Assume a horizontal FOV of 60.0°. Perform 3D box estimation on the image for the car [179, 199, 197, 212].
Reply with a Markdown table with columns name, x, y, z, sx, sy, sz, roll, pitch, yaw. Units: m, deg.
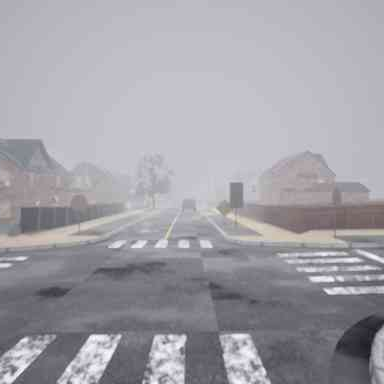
| name | x | y | z | sx | sy | sz | roll | pitch | yaw |
| --- | --- | --- | --- | --- | --- | --- | --- | --- | --- |
| car | -0.473 | 2.086 | 52.226 | 2.150 | 2.045 | 5.566 | 0 | -2 | -1 |

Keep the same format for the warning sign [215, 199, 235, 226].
| name | x | y | z | sx | sy | sz | roll | pitch | yaw |
| --- | --- | --- | --- | --- | --- | --- | --- | --- | --- |
| warning sign | 2.389 | 1.478 | 24.333 | 1.300 | 1.860 | 1.060 | 2 | 1 | -1 |

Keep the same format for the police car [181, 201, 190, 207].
| name | x | y | z | sx | sy | sz | roll | pitch | yaw |
| --- | --- | --- | --- | --- | --- | --- | --- | --- | --- |
| police car | -1.918 | 3.284 | 94.607 | 1.930 | 1.638 | 5.238 | 0 | -2 | -6 |
